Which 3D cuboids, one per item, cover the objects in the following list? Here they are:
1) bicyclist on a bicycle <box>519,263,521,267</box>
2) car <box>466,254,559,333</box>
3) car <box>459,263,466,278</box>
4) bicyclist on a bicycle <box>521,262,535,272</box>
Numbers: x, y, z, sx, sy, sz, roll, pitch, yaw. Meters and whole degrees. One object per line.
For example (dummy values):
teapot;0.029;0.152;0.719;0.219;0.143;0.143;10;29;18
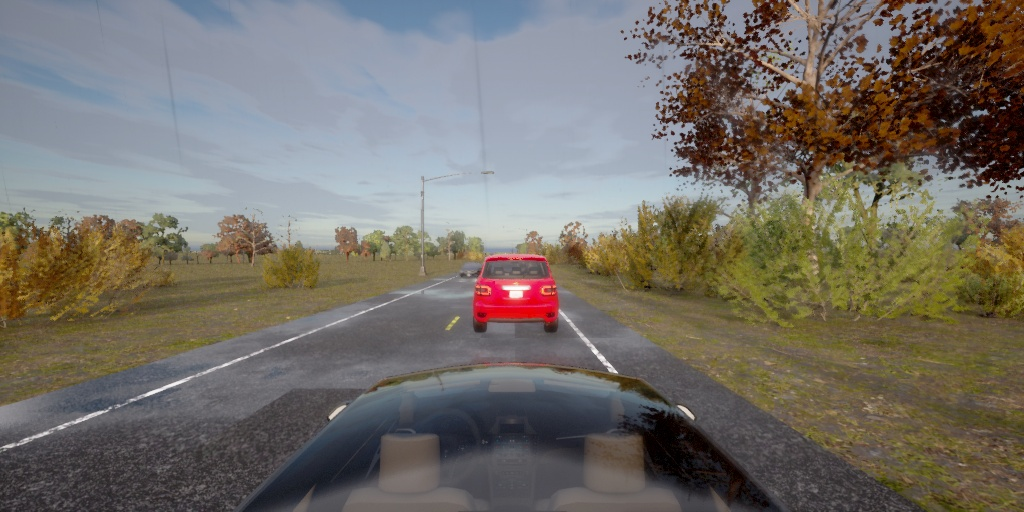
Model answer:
bicyclist on a bicycle;0.887;1.111;28.627;0.659;1.776;1.843;0;0;0
car;0.086;0.968;10.907;2.150;2.045;5.566;0;0;0
car;-3.714;1.287;33.606;2.033;1.411;5.357;0;0;0
bicyclist on a bicycle;0.932;1.114;18.614;0.659;1.776;1.843;0;0;0
